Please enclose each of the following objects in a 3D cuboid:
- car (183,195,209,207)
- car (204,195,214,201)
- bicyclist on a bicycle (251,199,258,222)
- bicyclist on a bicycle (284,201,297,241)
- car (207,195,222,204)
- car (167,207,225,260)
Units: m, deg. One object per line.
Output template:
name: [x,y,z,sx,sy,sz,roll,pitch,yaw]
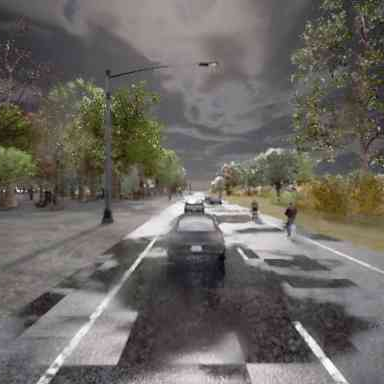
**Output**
car: [0.216,1.355,31.253,2.128,1.511,4.902,0,0,0]
car: [3.784,1.286,73.457,1.895,1.301,4.718,0,0,0]
bicyclist on a bicycle: [4.556,1.355,24.183,0.582,1.620,1.656,0,0,0]
bicyclist on a bicycle: [4.521,1.311,15.370,0.659,1.776,1.843,0,0,0]
car: [3.811,1.331,55.254,1.994,1.385,4.181,0,0,0]
car: [0.141,1.473,12.007,1.812,1.442,4.674,0,0,0]
